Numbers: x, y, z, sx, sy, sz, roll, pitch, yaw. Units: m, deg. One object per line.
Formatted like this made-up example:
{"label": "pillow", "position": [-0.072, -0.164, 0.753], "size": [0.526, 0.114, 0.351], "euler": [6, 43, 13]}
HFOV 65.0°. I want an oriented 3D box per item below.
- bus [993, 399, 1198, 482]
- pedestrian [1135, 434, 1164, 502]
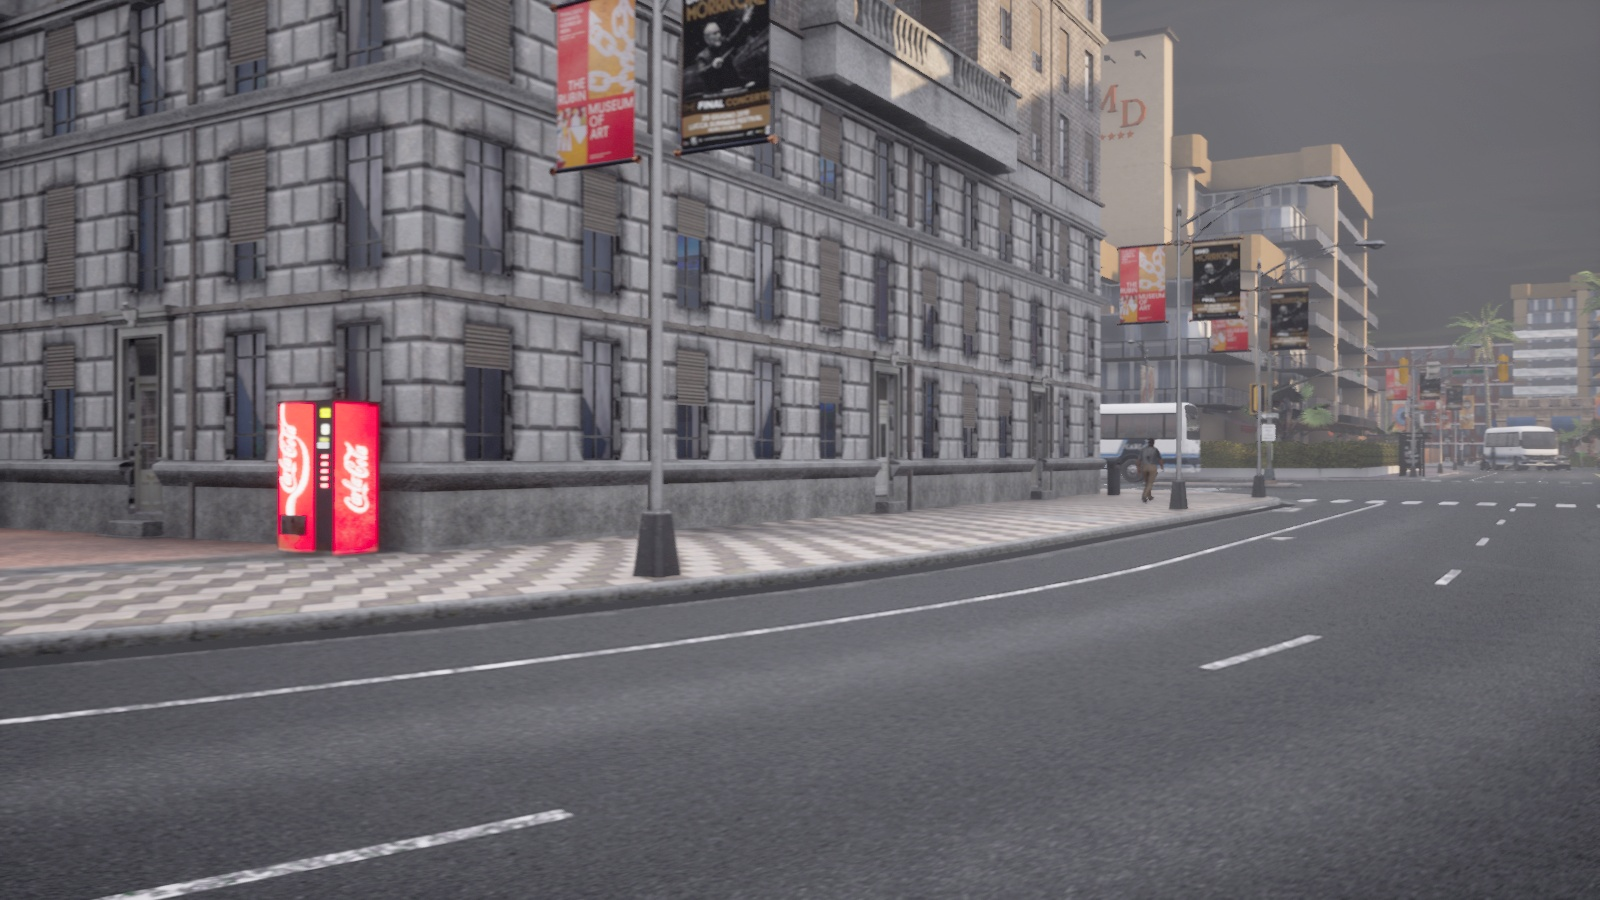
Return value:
{"label": "bus", "position": [16.214, -0.460, 69.189], "size": [10.273, 4.253, 3.944], "euler": [0, 0, 31]}
{"label": "pedestrian", "position": [9.649, 0.484, 34.654], "size": [0.540, 1.848, 0.694], "euler": [0, 0, 38]}
